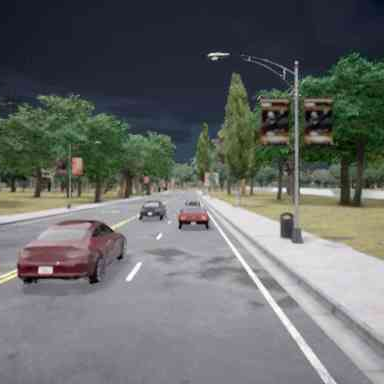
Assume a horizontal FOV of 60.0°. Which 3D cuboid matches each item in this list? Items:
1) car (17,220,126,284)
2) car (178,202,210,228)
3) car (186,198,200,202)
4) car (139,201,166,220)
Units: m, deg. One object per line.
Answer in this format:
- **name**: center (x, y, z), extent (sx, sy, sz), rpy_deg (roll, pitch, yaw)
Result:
- **car**: center (-3.148, 1.511, 9.452), extent (1.812, 1.442, 4.674), rpy_deg (0, 0, 0)
- **car**: center (0.104, 1.544, 21.730), extent (1.895, 1.301, 4.718), rpy_deg (0, 0, 0)
- **car**: center (0.107, 1.446, 42.140), extent (1.895, 1.301, 4.718), rpy_deg (0, 0, 0)
- **car**: center (-3.132, 1.445, 27.170), extent (1.812, 1.442, 4.674), rpy_deg (0, 0, 0)
